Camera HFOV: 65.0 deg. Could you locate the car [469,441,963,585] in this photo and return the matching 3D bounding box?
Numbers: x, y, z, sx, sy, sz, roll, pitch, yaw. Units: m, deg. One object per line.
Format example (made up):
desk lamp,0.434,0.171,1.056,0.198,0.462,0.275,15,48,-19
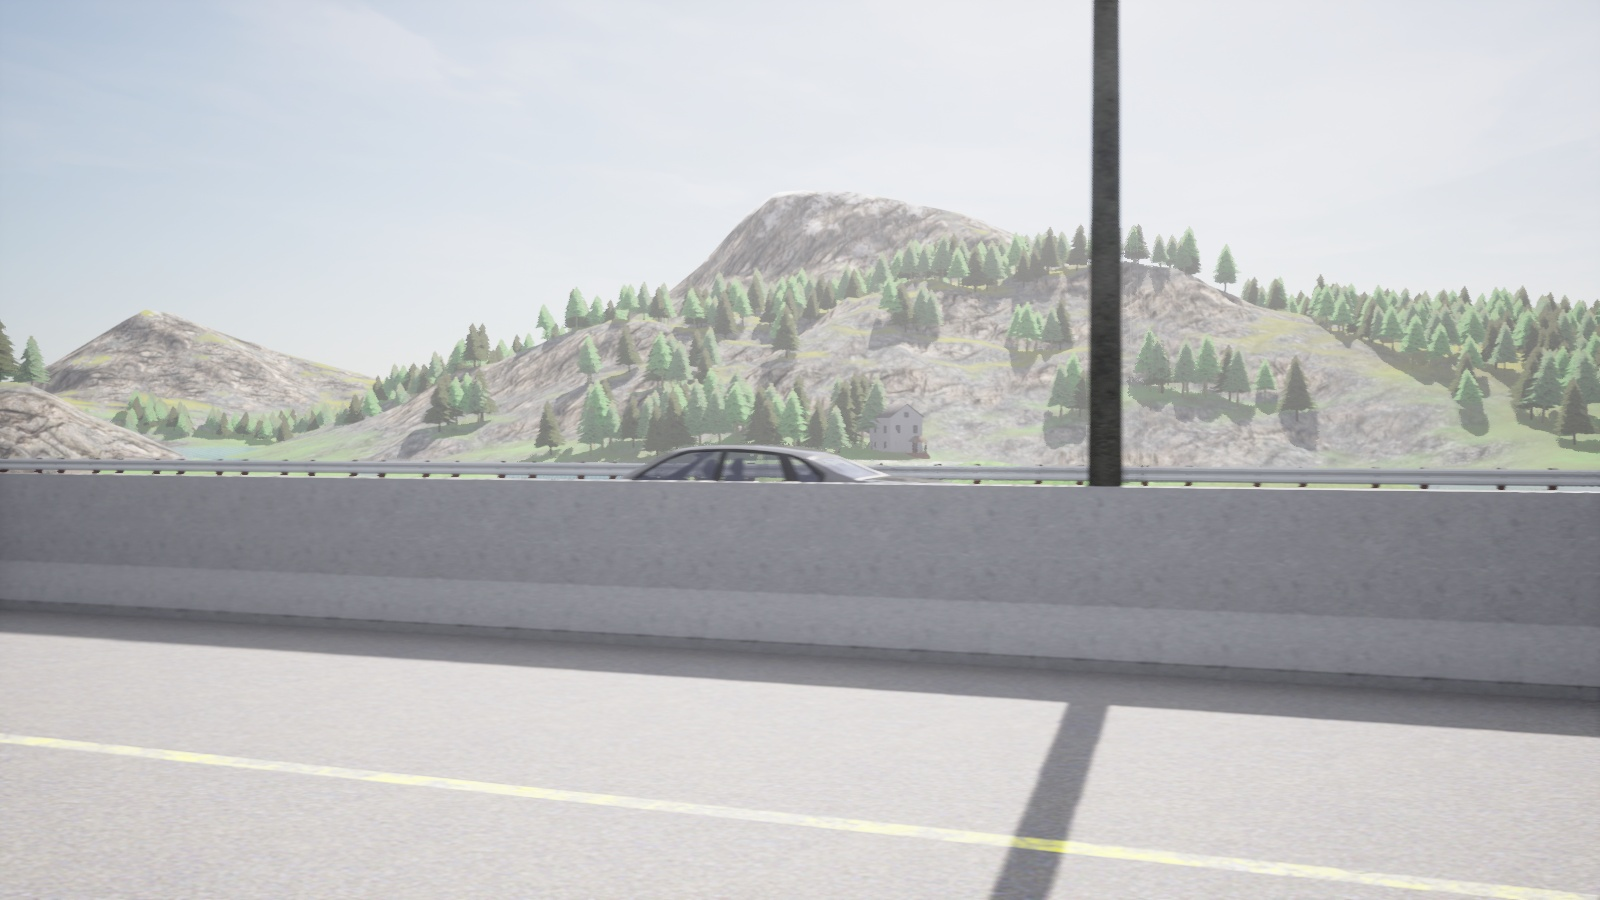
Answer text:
car,-0.959,0.627,14.593,5.357,1.411,2.033,1,1,19
